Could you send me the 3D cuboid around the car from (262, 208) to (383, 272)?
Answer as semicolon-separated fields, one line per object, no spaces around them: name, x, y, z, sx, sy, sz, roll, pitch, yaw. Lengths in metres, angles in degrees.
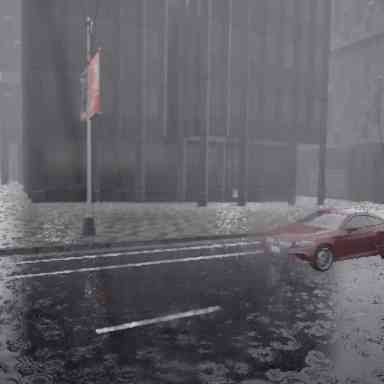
car;4.224;1.231;9.710;4.674;1.442;1.812;0;3;-28

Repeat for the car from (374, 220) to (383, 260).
car;6.720;1.426;7.374;5.357;1.411;2.033;0;3;-29
